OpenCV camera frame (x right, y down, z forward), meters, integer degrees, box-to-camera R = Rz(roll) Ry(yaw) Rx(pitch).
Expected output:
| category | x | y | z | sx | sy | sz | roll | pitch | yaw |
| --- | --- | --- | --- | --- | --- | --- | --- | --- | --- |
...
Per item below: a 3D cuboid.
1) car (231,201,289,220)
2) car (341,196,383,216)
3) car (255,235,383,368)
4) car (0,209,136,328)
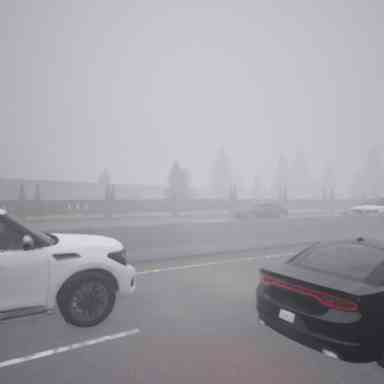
| category | x | y | z | sx | sy | sz | roll | pitch | yaw |
| --- | --- | --- | --- | --- | --- | --- | --- | --- | --- |
| car | 5.458 | 1.533 | 26.631 | 4.892 | 1.490 | 1.837 | 0 | 0 | -24 |
| car | 13.122 | 1.279 | 22.314 | 5.566 | 2.045 | 2.150 | 0 | 0 | -21 |
| car | 3.355 | 1.484 | 5.679 | 5.008 | 1.535 | 1.882 | 0 | 0 | -32 |
| car | -3.707 | 1.198 | 5.296 | 5.566 | 2.045 | 2.150 | 0 | 0 | -35 |
